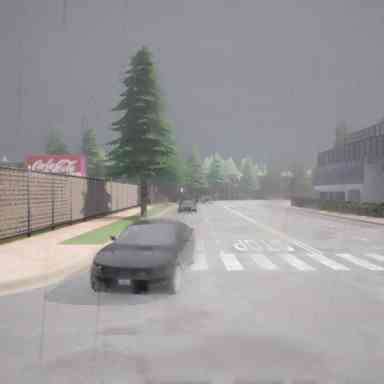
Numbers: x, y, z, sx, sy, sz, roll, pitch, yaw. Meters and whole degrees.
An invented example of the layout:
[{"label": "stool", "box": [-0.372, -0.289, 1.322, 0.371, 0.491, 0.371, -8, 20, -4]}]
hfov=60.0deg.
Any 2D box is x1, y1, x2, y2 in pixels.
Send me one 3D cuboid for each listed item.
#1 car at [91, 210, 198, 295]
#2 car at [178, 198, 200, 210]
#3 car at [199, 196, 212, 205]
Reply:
[{"label": "car", "box": [-1.008, 1.497, 9.037, 1.882, 1.535, 5.008, 1, 0, 7]}, {"label": "car", "box": [-0.448, 1.573, 35.823, 1.994, 1.385, 4.181, 0, 0, 0]}, {"label": "car", "box": [2.203, 1.423, 61.544, 2.128, 1.511, 4.902, 0, 0, 23]}]
